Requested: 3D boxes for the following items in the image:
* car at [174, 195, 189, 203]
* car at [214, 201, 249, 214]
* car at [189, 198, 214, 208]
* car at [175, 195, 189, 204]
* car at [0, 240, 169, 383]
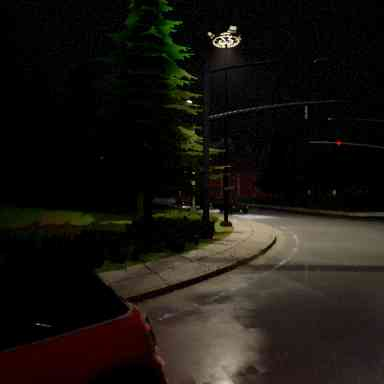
[{"bbox_3d":[-2.276,1.500,70.999,2.128,1.511,4.902,0,0,-17],"label":"car"},{"bbox_3d":[4.354,1.601,35.633,1.895,1.301,4.718,0,0,-15],"label":"car"},{"bbox_3d":[1.674,1.221,45.322,2.150,2.045,5.566,0,0,-16],"label":"car"},{"bbox_3d":[-1.202,1.352,55.210,2.097,1.767,4.553,0,0,-17],"label":"car"},{"bbox_3d":[-2.478,1.352,2.365,4.553,1.767,2.097,0,0,-38],"label":"car"}]
